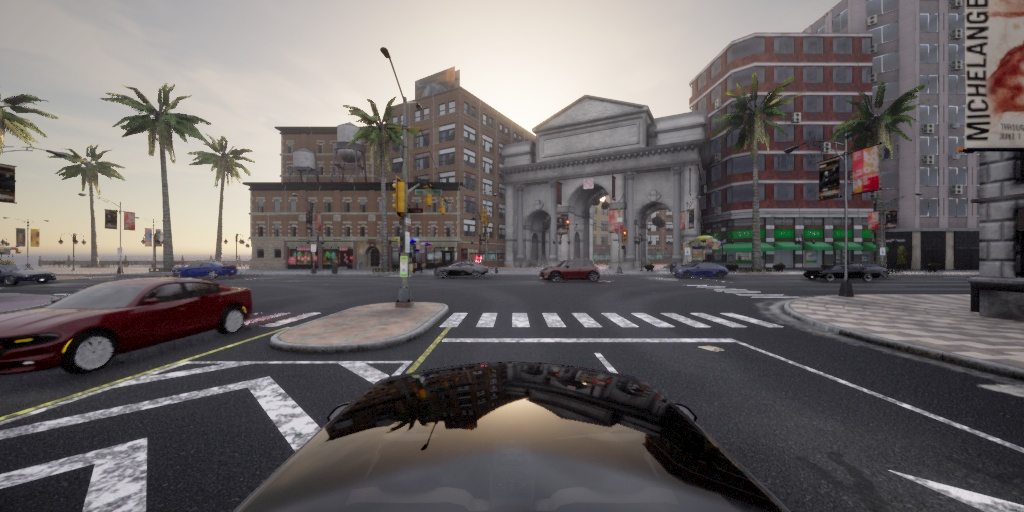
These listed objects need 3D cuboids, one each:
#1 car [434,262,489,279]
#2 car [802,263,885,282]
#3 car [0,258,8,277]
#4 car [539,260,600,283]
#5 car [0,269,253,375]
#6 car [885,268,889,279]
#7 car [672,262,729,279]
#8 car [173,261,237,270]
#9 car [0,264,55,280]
[{"bbox_3d":[-4.531,1.242,32.284,4.902,1.511,2.128,0,0,0],"label":"car"},{"bbox_3d":[26.107,1.351,28.541,4.718,1.301,1.895,0,0,1],"label":"car"},{"bbox_3d":[-49.612,1.102,32.624,4.553,1.767,2.097,0,0,0],"label":"car"},{"bbox_3d":[4.399,1.103,27.894,4.553,1.767,2.097,0,0,-12],"label":"car"},{"bbox_3d":[-8.073,1.228,7.764,1.882,1.535,5.008,0,0,0],"label":"car"},{"bbox_3d":[30.767,1.314,31.953,4.181,1.385,1.994,0,0,1],"label":"car"},{"bbox_3d":[16.816,1.276,32.119,4.674,1.442,1.812,0,0,0],"label":"car"},{"bbox_3d":[-27.754,1.227,32.458,5.008,1.535,1.882,0,0,0],"label":"car"},{"bbox_3d":[-35.827,1.297,25.325,5.357,1.411,2.033,0,0,0],"label":"car"}]
